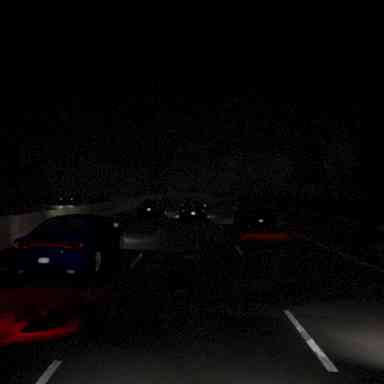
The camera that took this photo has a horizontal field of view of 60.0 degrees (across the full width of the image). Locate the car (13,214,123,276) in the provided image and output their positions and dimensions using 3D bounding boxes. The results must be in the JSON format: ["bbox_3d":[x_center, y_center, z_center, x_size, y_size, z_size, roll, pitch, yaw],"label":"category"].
[{"bbox_3d":[-3.408,1.401,10.118,1.882,1.535,5.008,0,0,0],"label":"car"}]

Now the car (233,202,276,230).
[{"bbox_3d":[3.588,1.328,19.800,1.882,1.535,5.008,0,0,0],"label":"car"}]

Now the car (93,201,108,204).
[{"bbox_3d":[-14.101,1.170,50.308,2.033,1.411,5.357,0,0,0],"label":"car"}]

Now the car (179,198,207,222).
[{"bbox_3d":[0.083,1.382,24.225,1.994,1.385,4.181,0,0,0],"label":"car"}]

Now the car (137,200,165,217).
[{"bbox_3d":[-3.418,1.350,28.401,1.994,1.385,4.181,0,0,0],"label":"car"}]
